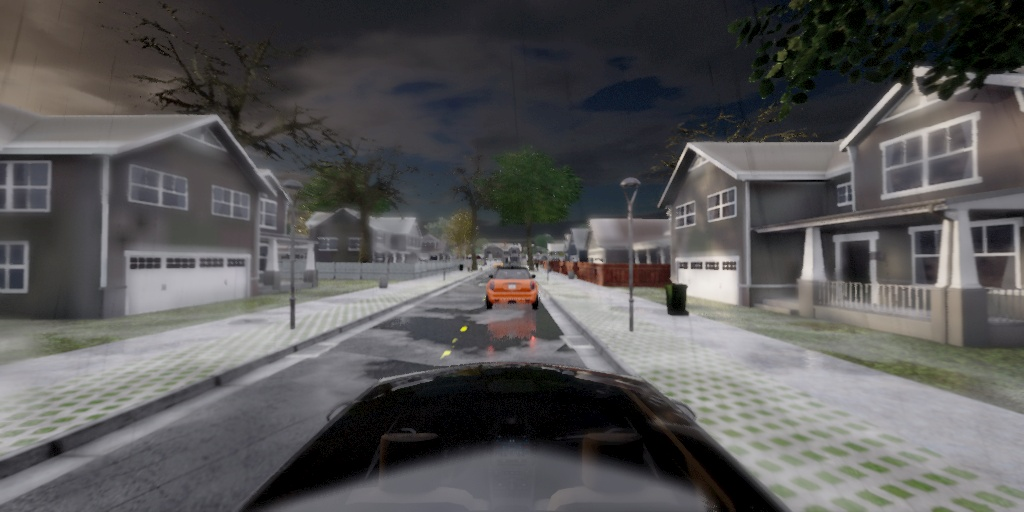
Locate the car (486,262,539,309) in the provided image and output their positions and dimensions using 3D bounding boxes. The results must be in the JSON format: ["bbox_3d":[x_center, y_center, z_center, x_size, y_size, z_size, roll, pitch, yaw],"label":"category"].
[{"bbox_3d":[0.013,1.233,15.903,2.097,1.767,4.553,0,-1,0],"label":"car"}]
